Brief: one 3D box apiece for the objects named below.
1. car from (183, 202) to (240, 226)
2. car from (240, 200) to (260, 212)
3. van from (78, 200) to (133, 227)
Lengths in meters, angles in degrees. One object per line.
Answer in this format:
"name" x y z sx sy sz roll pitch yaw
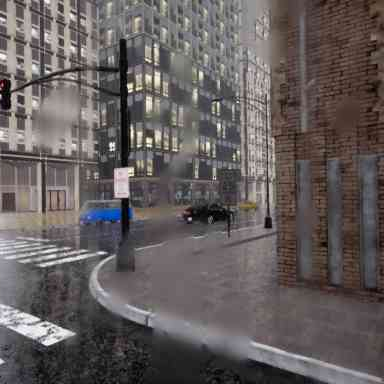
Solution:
"car" 1.281 1.519 23.739 1.837 1.490 4.892 -1 -1 36
"car" 6.811 1.689 41.400 1.752 1.417 4.829 -2 -1 36
"van" -6.020 1.460 23.488 1.690 1.788 3.998 -2 -1 36
